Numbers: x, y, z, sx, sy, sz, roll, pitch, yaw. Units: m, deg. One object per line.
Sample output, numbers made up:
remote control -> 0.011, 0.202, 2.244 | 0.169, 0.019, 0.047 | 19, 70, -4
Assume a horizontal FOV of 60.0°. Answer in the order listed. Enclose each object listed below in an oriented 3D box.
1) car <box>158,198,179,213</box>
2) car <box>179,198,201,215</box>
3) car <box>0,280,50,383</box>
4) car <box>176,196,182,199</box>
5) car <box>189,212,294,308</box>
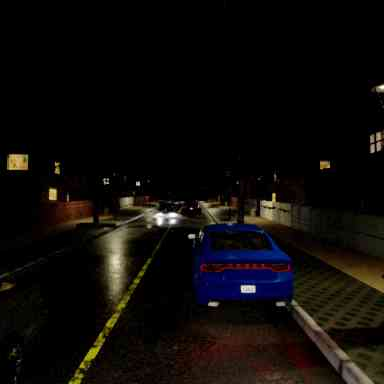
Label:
car -> -2.862, 1.651, 38.313 | 1.895, 1.301, 4.718 | 0, 0, 0
car -> -0.034, 1.609, 34.775 | 1.994, 1.385, 4.181 | 0, 0, 1
car -> -2.855, 1.550, 2.254 | 2.033, 1.411, 5.357 | 0, 0, 0
car -> -2.989, 1.714, 81.593 | 1.994, 1.385, 4.181 | 0, 0, 0
car -> 0.940, 1.487, 8.081 | 1.882, 1.535, 5.008 | 0, 0, 0
